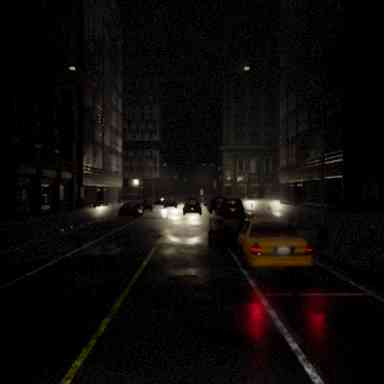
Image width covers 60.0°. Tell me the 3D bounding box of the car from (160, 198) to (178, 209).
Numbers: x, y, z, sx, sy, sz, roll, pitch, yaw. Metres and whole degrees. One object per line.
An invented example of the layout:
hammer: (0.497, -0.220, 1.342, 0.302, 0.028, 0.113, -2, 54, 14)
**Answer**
car: (-3.025, 1.707, 47.763, 1.895, 1.301, 4.718, 0, 0, 0)

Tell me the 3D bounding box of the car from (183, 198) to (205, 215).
car: (0.042, 1.647, 34.684, 1.994, 1.385, 4.181, 0, 0, 0)

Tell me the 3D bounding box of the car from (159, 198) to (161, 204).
car: (-5.694, 1.686, 59.501, 1.947, 1.339, 4.313, 0, 0, 0)

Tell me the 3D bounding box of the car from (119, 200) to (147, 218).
car: (-5.684, 1.622, 31.255, 1.887, 1.381, 4.507, 0, 0, 0)

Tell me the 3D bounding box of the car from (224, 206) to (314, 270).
car: (2.347, 1.484, 11.083, 1.801, 1.575, 5.366, 0, 0, 0)

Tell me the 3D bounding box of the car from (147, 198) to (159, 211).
car: (-5.688, 1.680, 42.553, 1.802, 1.307, 4.206, 0, 0, 0)

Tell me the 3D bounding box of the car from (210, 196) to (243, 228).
car: (2.842, 1.379, 25.612, 2.192, 1.841, 5.009, 0, 0, 0)

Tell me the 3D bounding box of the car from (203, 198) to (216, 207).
car: (2.834, 1.695, 53.856, 1.802, 1.307, 4.206, 0, 0, 0)

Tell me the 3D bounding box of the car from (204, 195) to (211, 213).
car: (2.838, 1.403, 36.910, 2.192, 1.841, 5.009, 0, 0, 0)
